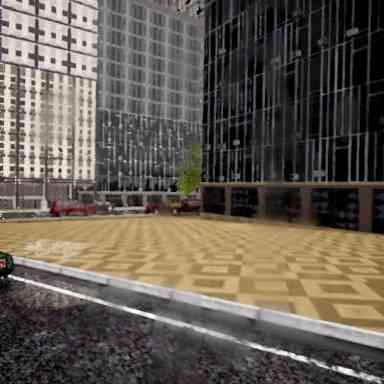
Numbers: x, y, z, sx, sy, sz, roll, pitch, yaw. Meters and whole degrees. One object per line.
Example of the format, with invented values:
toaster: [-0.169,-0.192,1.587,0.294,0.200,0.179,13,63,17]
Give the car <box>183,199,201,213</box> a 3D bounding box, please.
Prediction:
car: [0.714,1.959,46.947,5.009,1.841,2.192,0,1,-34]

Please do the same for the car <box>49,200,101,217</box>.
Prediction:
car: [-13.322,1.863,37.344,5.009,1.841,2.192,0,1,-34]

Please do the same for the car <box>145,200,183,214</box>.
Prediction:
car: [-3.968,2.156,43.749,4.507,1.381,1.887,0,1,-34]

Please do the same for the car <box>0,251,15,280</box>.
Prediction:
car: [-6.504,1.665,8.323,4.718,1.301,1.895,0,0,36]

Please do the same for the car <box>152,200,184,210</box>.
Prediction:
car: [-3.878,2.012,53.357,4.829,1.417,1.752,0,1,-34]

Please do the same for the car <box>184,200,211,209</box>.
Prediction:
car: [0.941,2.086,56.655,4.313,1.339,1.947,0,1,-34]

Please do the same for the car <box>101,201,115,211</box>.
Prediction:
car: [-13.095,1.975,47.051,4.403,1.369,2.008,0,1,-34]
